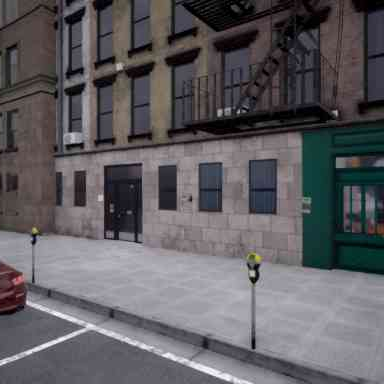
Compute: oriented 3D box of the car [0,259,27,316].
[{"bbox_3d":[-4.708,1.582,6.203,4.206,1.307,1.802,0,0,36],"label":"car"}]
